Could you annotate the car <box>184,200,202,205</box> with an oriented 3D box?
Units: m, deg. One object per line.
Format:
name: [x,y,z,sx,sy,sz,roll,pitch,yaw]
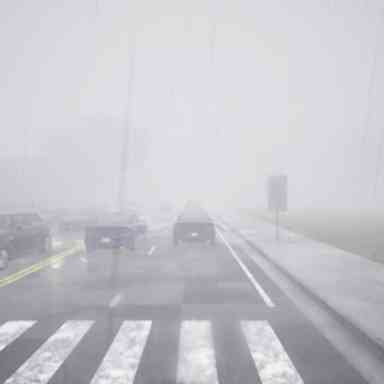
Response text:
car: [0.084,1.751,39.566,2.097,1.767,4.553,0,-1,0]

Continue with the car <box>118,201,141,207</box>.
car: [-6.592,1.706,35.041,2.097,1.767,4.553,0,-1,0]

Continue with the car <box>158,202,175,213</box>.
car: [-3.267,1.980,42.886,2.033,1.411,5.357,0,-1,0]

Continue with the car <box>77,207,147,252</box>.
car: [-3.156,1.628,14.631,1.882,1.535,5.008,0,-1,0]

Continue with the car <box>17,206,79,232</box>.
car: [-9.851,1.784,23.295,2.033,1.411,5.357,0,-1,0]

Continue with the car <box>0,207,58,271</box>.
car: [-6.601,1.469,11.271,2.097,1.767,4.553,0,-1,0]

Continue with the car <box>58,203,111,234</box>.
car: [-6.602,1.689,20.773,1.882,1.535,5.008,0,-1,0]

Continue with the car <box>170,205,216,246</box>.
car: [0.094,1.645,16.348,1.882,1.535,5.008,0,-1,0]
